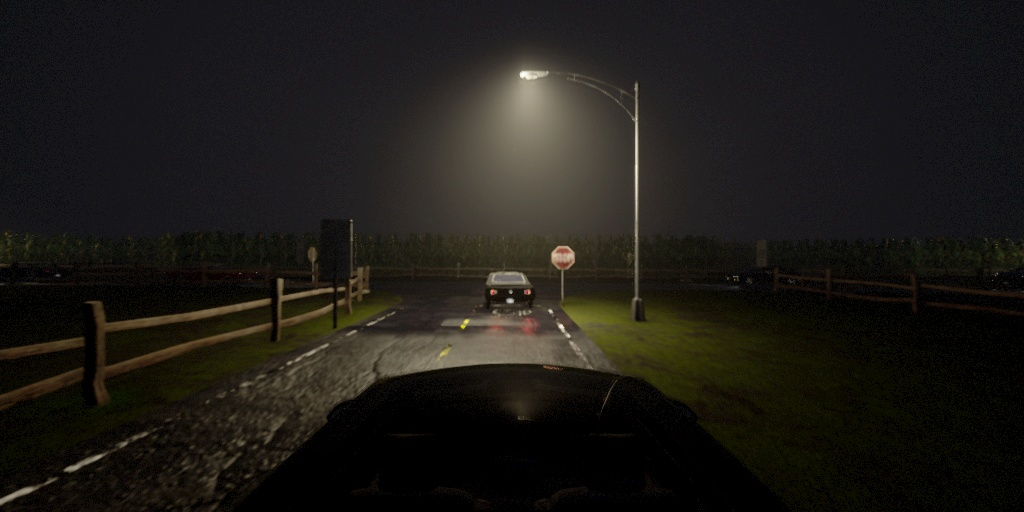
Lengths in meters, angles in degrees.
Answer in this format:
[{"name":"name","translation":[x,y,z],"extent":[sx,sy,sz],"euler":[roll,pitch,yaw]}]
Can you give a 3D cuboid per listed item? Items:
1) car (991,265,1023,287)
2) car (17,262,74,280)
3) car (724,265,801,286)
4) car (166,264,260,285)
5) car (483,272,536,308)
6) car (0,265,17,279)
[{"name":"car","translation":[37.552,1.395,25.632],"extent":[4.553,1.767,2.097],"euler":[1,-1,1]},{"name":"car","translation":[-35.178,1.095,26.049],"extent":[4.718,1.301,1.895],"euler":[0,-1,0]},{"name":"car","translation":[17.951,1.381,25.755],"extent":[4.892,1.490,1.837],"euler":[0,-1,0]},{"name":"car","translation":[-19.023,1.156,23.007],"extent":[4.718,1.301,1.895],"euler":[0,-1,0]},{"name":"car","translation":[-0.249,1.323,15.108],"extent":[1.895,1.301,4.718],"euler":[0,0,-5]},{"name":"car","translation":[-35.905,0.925,23.111],"extent":[5.008,1.535,1.882],"euler":[0,-1,0]}]
